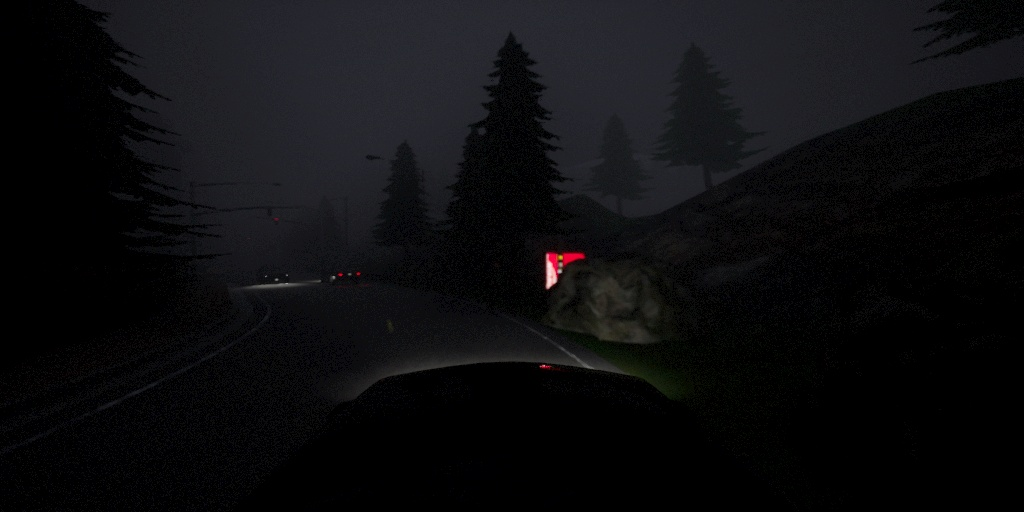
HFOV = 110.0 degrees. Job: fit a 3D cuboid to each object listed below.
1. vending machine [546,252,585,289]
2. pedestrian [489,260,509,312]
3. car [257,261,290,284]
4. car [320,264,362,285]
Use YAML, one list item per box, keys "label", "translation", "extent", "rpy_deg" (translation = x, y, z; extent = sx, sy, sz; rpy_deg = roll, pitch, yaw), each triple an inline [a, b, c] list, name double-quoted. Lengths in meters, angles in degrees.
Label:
- label: "vending machine"
  translation: [1.714, 0.857, 11.414]
  extent: [1.100, 2.100, 0.880]
  rpy_deg: [0, 0, -20]
- label: "pedestrian"
  translation: [-0.443, 0.981, 12.030]
  extent: [0.375, 1.860, 0.375]
  rpy_deg: [-1, 0, -23]
- label: "car"
  translation: [-19.092, 1.378, 28.562]
  extent: [2.033, 1.411, 5.357]
  rpy_deg: [-1, 0, -39]
- label: "car"
  translation: [-12.661, 1.305, 26.402]
  extent: [2.033, 1.411, 5.357]
  rpy_deg: [-1, 0, -39]
